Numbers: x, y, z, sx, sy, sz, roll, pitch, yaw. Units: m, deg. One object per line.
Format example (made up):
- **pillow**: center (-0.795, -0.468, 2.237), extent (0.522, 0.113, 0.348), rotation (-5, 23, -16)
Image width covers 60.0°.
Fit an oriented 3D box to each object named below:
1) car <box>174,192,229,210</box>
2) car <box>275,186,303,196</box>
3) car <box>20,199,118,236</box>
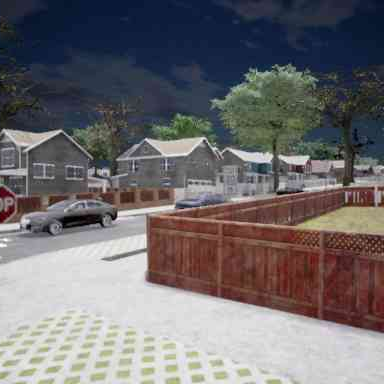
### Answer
- **car**: center (0.879, 0.724, 25.864), extent (2.033, 1.411, 5.357), rotation (0, 3, 36)
- **car**: center (12.072, -0.058, 41.236), extent (1.895, 1.301, 4.718), rotation (0, 3, 36)
- **car**: center (-5.911, 1.135, 16.495), extent (2.128, 1.511, 4.902), rotation (0, 2, 36)
